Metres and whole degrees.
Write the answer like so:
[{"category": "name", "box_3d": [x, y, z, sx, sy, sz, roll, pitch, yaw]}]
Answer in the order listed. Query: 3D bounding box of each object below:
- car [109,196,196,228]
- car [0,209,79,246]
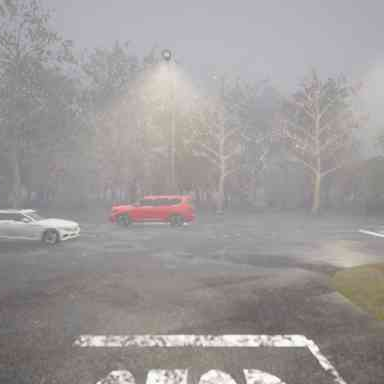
[{"category": "car", "box_3d": [-2.509, 1.270, 21.722, 5.566, 2.045, 2.150, 0, 0, 0]}, {"category": "car", "box_3d": [-7.434, 1.505, 14.745, 4.674, 1.442, 1.812, 1, 0, 0]}]
